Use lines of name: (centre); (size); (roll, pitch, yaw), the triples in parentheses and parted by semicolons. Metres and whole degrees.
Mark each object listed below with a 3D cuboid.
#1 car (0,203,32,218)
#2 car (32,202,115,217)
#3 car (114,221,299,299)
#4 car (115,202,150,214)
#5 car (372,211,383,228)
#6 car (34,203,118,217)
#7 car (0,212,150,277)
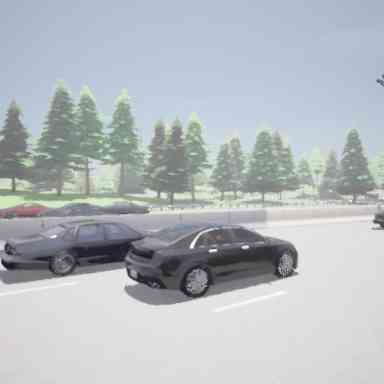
car: (-14.077, 1.592, 28.299); (4.181, 1.385, 1.994); (0, 0, -35)
car: (-8.383, 1.534, 23.753); (4.892, 1.490, 1.837); (0, 0, -35)
car: (0.728, 1.522, 8.559); (4.892, 1.490, 1.837); (0, 0, -35)
car: (-6.426, 1.591, 29.396); (5.357, 1.411, 2.033); (0, 0, -34)
car: (13.934, 1.610, 21.485); (5.357, 1.411, 2.033); (0, 0, -31)
car: (-7.068, 1.590, 20.395); (4.181, 1.385, 1.994); (0, 0, -35)
car: (-2.842, 1.562, 10.318); (5.357, 1.411, 2.033); (0, 0, -36)
